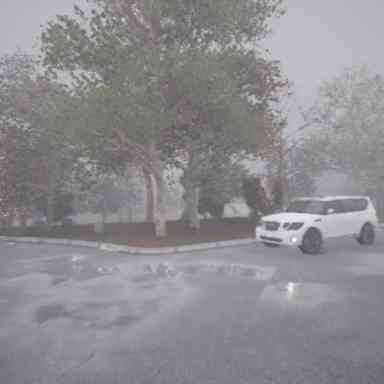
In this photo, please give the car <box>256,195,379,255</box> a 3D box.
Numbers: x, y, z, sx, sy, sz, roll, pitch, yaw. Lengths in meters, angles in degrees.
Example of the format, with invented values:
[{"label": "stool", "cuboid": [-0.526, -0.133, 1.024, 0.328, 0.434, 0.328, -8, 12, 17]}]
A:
[{"label": "car", "cuboid": [5.169, 1.171, 13.404, 5.566, 2.045, 2.150, -1, 0, -31]}]
